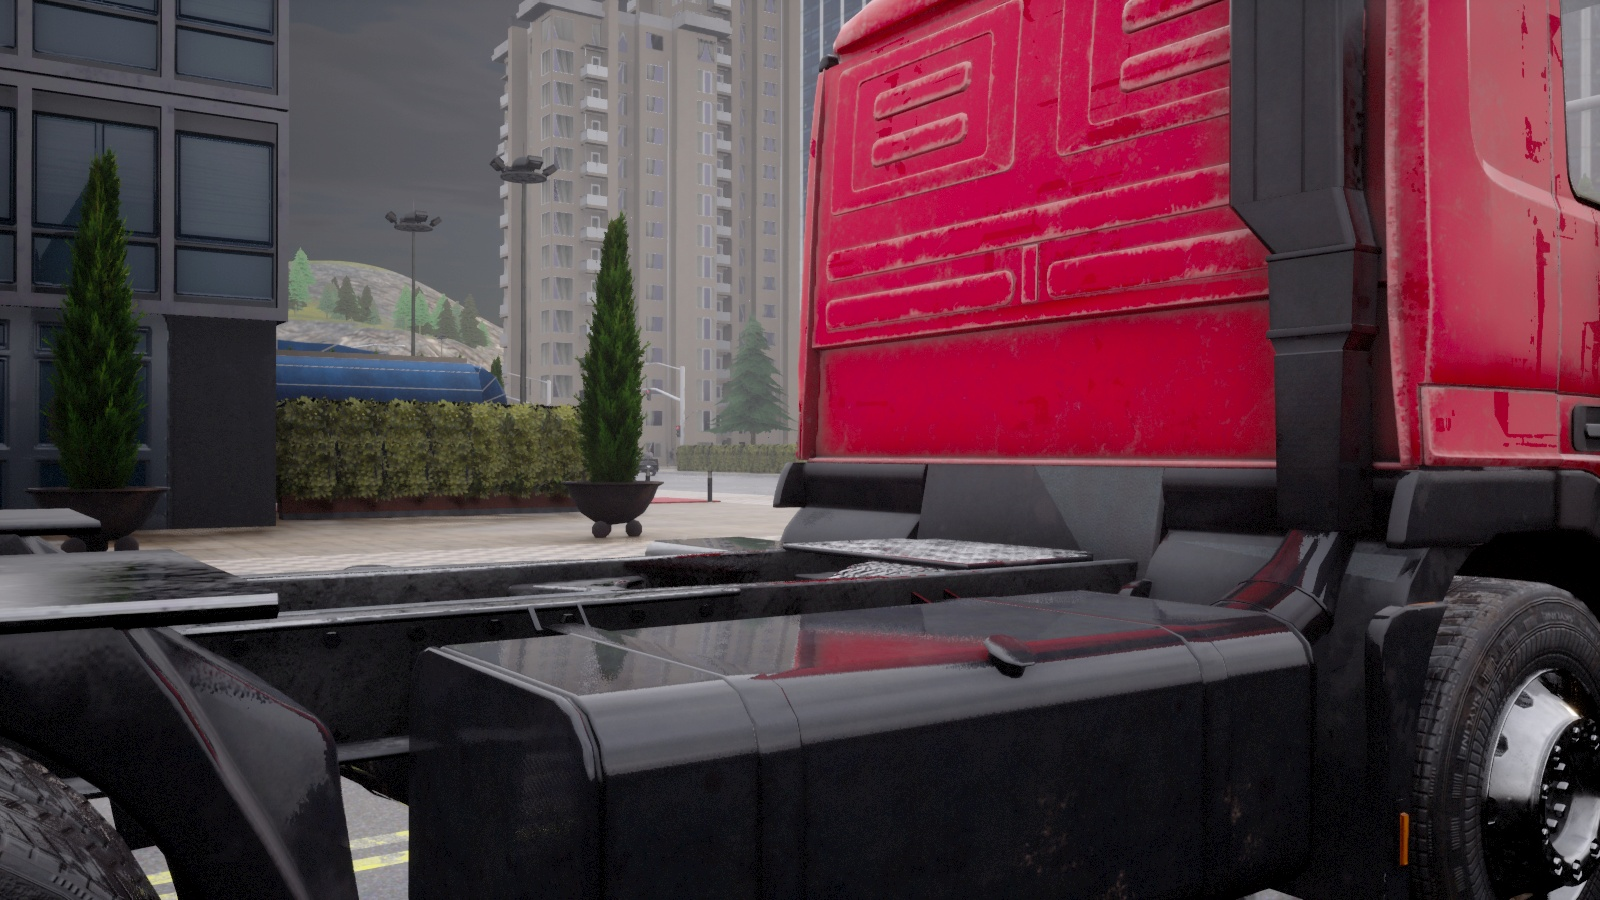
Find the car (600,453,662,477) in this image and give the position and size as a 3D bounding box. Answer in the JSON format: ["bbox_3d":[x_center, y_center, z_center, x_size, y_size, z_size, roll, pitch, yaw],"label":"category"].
[{"bbox_3d":[-10.939,0.944,81.072,1.882,1.535,5.008,0,0,-35],"label":"car"}]

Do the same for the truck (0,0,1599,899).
[{"bbox_3d":[-0.663,-0.228,3.201,7.936,3.462,2.891,0,0,-35],"label":"truck"}]
